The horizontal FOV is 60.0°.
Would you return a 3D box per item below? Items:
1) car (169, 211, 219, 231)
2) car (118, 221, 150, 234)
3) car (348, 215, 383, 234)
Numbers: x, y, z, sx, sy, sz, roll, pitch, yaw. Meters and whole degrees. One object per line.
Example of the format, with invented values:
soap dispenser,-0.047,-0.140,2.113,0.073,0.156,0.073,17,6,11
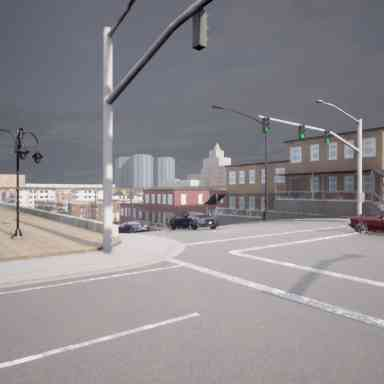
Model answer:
car,0.042,2.054,24.162,1.994,1.385,4.181,0,-4,-36
car,-5.826,3.505,32.134,1.812,1.442,4.674,0,-12,-37
car,10.351,1.530,16.398,1.895,1.301,4.718,0,0,-36
